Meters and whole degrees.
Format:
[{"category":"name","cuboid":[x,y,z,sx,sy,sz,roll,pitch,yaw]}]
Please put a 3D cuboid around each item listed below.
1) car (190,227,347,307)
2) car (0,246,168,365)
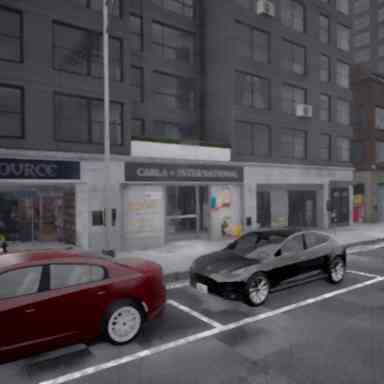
[{"category":"car","cuboid":[1.975,1.555,7.945,4.313,1.339,1.947,0,-1,-35]},{"category":"car","cuboid":[-2.510,1.544,4.750,4.507,1.381,1.887,0,-1,-35]}]
